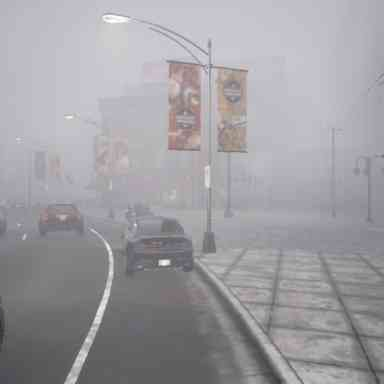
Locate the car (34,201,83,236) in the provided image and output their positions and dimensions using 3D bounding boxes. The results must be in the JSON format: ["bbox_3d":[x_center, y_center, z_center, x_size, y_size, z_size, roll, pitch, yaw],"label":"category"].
[{"bbox_3d":[-7.463,1.343,18.619,2.097,1.767,4.553,0,0,-27],"label":"car"}]

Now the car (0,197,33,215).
[{"bbox_3d":[-17.506,1.331,32.028,4.553,1.767,2.097,0,0,44],"label":"car"}]

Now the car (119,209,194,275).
[{"bbox_3d":[-1.251,1.503,10.602,1.837,1.490,4.892,0,0,-14],"label":"car"}]

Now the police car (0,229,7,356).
[{"bbox_3d":[-3.207,1.422,2.366,1.930,1.638,5.238,0,0,-4],"label":"police car"}]

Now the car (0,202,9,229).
[{"bbox_3d":[-10.891,1.513,17.615,1.812,1.442,4.674,0,0,-28],"label":"car"}]
